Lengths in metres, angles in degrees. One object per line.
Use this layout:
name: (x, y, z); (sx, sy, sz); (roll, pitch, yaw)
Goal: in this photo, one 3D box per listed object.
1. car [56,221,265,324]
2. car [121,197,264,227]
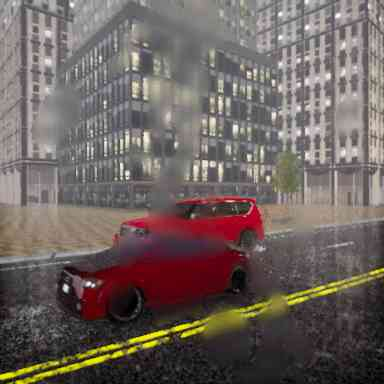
car: (-0.650, 1.555, 7.170); (4.181, 1.385, 1.994); (0, 0, -35)
car: (0.121, 1.205, 11.669); (5.566, 2.045, 2.150); (0, 0, -36)
